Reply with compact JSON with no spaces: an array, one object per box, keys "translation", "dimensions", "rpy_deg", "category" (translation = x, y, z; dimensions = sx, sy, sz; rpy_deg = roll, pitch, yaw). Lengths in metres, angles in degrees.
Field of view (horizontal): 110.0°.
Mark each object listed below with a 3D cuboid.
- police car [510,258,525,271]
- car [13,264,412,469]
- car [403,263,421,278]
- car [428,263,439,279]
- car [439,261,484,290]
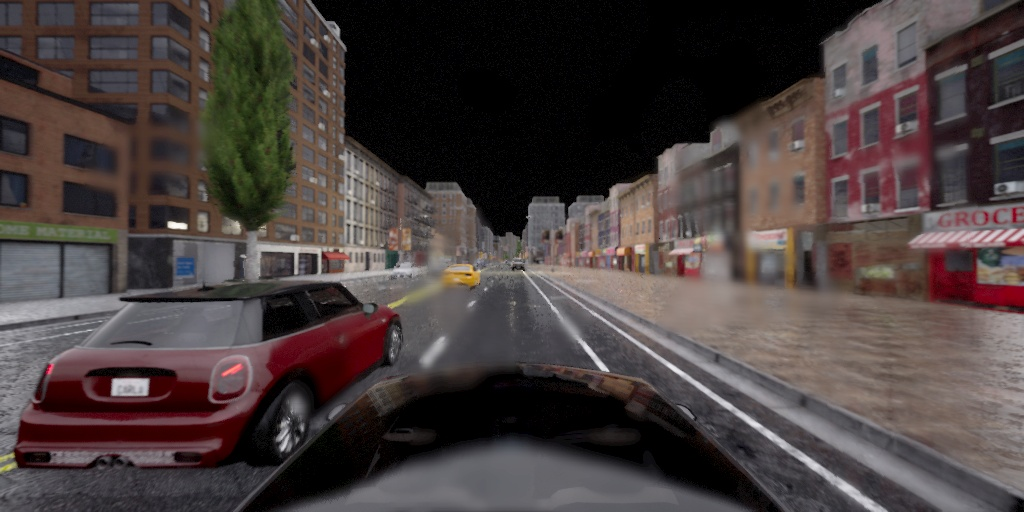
[{"translation":[0.983,1.502,55.458],"dimensions":[1.930,1.638,5.238],"rpy_deg":[0,-1,0],"category":"police car"},{"translation":[-3.150,1.103,5.085],"dimensions":[2.097,1.767,4.553],"rpy_deg":[0,0,0],"category":"car"},{"translation":[-9.839,1.402,33.441],"dimensions":[1.812,1.442,4.674],"rpy_deg":[0,-1,0],"category":"car"},{"translation":[-6.587,1.386,33.750],"dimensions":[1.837,1.490,4.892],"rpy_deg":[0,-1,0],"category":"car"},{"translation":[-3.148,1.284,23.189],"dimensions":[1.882,1.535,5.008],"rpy_deg":[0,0,0],"category":"car"}]
